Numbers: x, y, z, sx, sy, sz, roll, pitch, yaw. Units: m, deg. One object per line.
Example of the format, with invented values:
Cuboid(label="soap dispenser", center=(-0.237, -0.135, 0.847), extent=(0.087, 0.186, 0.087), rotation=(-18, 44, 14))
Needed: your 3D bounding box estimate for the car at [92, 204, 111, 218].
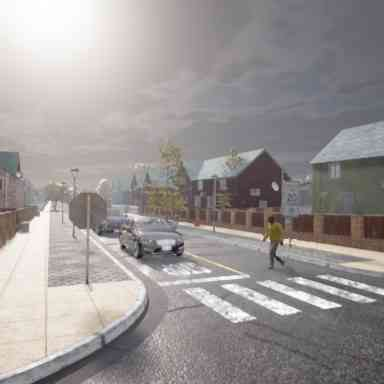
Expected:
Cuboid(label="car", center=(-13.137, 2.712, 48.171), extent=(2.097, 1.767, 4.553), rotation=(1, -2, -23))

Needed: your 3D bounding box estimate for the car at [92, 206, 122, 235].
Cuboid(label="car", center=(-5.615, 1.939, 23.028), extent=(2.097, 1.767, 4.553), rotation=(1, -2, -23))

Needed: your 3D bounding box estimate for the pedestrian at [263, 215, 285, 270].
Cuboid(label="pedestrian", center=(2.627, 1.543, 10.675), extent=(0.375, 1.860, 0.375), rotation=(0, 0, -23))

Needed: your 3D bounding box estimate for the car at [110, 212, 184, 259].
Cuboid(label="car", center=(-1.868, 1.819, 14.227), extent=(2.128, 1.511, 4.902), rotation=(1, -2, -23))
